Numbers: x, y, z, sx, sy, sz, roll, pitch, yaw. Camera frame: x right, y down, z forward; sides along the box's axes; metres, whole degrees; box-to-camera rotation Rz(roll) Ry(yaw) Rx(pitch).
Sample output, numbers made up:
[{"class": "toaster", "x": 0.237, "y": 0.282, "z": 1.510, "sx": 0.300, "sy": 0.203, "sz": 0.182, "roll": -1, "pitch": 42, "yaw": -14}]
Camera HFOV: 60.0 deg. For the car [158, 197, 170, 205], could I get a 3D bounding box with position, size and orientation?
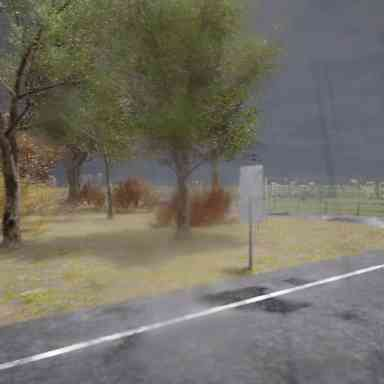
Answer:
[{"class": "car", "x": -4.560, "y": 1.615, "z": 55.839, "sx": 1.812, "sy": 1.442, "sz": 4.674, "roll": 0, "pitch": 0, "yaw": -31}]
